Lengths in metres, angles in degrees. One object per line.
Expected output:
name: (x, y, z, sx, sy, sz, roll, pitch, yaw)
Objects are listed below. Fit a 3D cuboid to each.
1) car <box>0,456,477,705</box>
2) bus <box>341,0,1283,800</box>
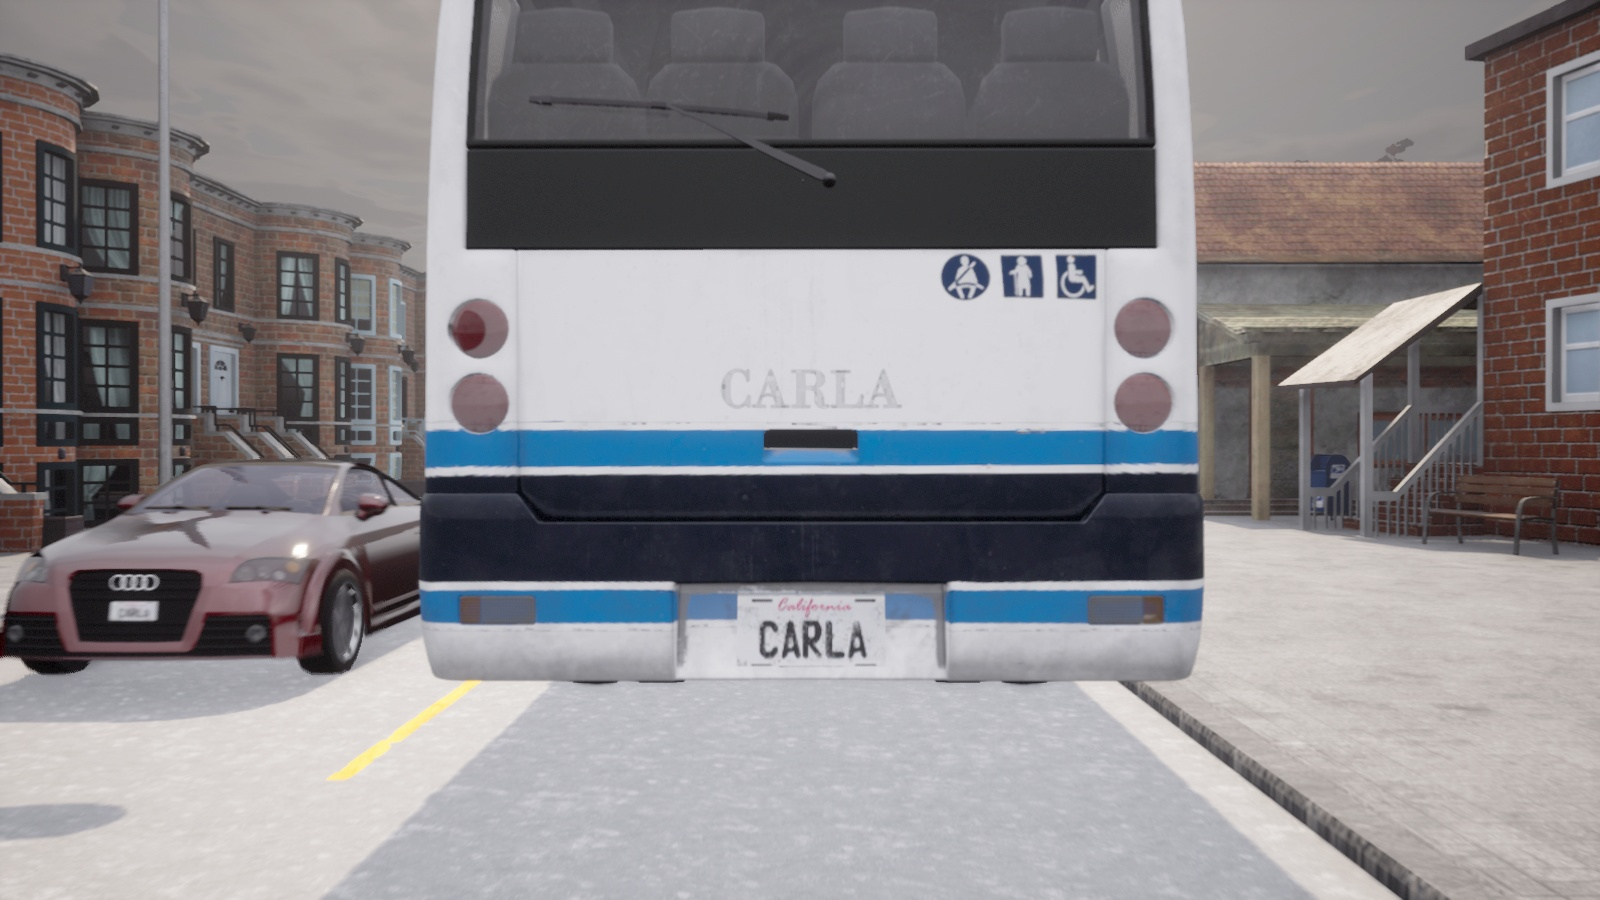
car: (-3.933, 0.757, 9.298, 1.994, 1.385, 4.181, 0, 0, 0)
bus: (0.075, -0.687, 10.402, 3.944, 4.253, 10.273, 0, 0, 0)
